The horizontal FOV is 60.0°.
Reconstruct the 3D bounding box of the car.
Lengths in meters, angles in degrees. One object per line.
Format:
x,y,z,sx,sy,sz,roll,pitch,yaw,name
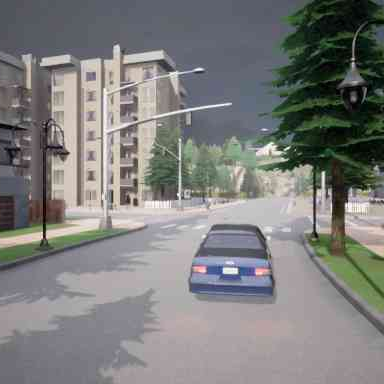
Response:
1.133,1.547,8.810,2.033,1.411,5.357,0,0,9,car
